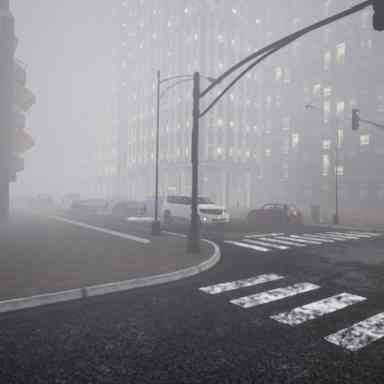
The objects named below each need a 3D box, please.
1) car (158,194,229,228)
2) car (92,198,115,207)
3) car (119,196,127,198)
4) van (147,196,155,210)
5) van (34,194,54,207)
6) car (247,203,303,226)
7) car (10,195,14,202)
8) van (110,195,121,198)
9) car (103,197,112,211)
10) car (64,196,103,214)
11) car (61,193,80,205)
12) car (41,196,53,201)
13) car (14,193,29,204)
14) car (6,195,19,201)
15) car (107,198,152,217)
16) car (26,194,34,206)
[{"bbox_3d":[0.049,1.170,22.118,2.150,2.045,5.566,1,-1,-35],"label":"car"},{"bbox_3d":[-13.765,1.586,51.618,1.947,1.339,4.313,1,-1,-35],"label":"car"},{"bbox_3d":[-7.233,1.584,42.401,2.008,1.369,4.403,1,-1,-35],"label":"car"},{"bbox_3d":[-3.964,1.381,37.794,1.690,1.788,3.998,1,-1,-35],"label":"van"},{"bbox_3d":[-20.598,1.197,46.777,1.690,1.788,3.998,1,-1,-35],"label":"van"},{"bbox_3d":[5.831,1.505,23.966,1.967,1.590,4.097,1,-1,-35],"label":"car"},{"bbox_3d":[-36.930,1.396,69.819,1.947,1.339,4.313,1,-1,-35],"label":"car"},{"bbox_3d":[-10.495,1.368,47.012,1.690,1.788,3.998,1,-1,-35],"label":"van"},{"bbox_3d":[-11.606,1.468,38.571,2.033,1.411,5.357,1,-1,-35],"label":"car"},{"bbox_3d":[-10.805,1.427,32.948,2.008,1.369,4.403,1,-1,-35],"label":"car"},{"bbox_3d":[-20.403,1.181,56.345,2.150,2.045,5.566,1,-1,-35],"label":"car"},{"bbox_3d":[-36.625,1.570,83.880,1.802,1.307,4.206,1,-1,-35],"label":"car"},{"bbox_3d":[-30.395,1.155,60.604,2.192,1.841,5.009,1,-1,-35],"label":"car"},{"bbox_3d":[-40.195,1.377,74.428,2.008,1.369,4.403,1,-1,-35],"label":"car"},{"bbox_3d":[-5.731,1.498,30.275,1.994,1.385,4.181,1,-1,-35],"label":"car"},{"bbox_3d":[-23.868,1.432,51.383,1.802,1.307,4.206,1,-1,-35],"label":"car"}]
